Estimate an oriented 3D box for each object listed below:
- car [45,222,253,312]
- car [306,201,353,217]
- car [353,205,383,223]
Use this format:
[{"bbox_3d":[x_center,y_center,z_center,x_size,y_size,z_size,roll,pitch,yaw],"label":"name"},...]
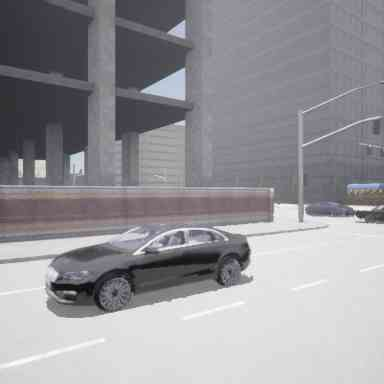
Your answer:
[{"bbox_3d":[-0.748,1.491,7.765,4.902,1.511,2.128,0,0,-36],"label":"car"},{"bbox_3d":[12.772,1.564,30.912,1.994,1.385,4.181,0,0,-36],"label":"car"},{"bbox_3d":[14.139,1.601,23.074,1.895,1.301,4.718,0,0,-36],"label":"car"}]
